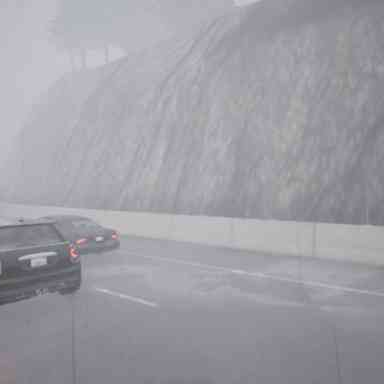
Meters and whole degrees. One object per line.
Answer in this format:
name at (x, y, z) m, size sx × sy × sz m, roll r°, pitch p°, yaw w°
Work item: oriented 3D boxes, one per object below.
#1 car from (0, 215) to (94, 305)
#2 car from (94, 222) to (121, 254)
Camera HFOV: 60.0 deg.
car at (-4.578, 1.362, 7.661) m, size 4.553 × 1.767 × 2.097 m, roll 0°, pitch 0°, yaw 38°
car at (-4.938, 1.567, 12.404) m, size 5.357 × 1.411 × 2.033 m, roll 0°, pitch 0°, yaw 40°
